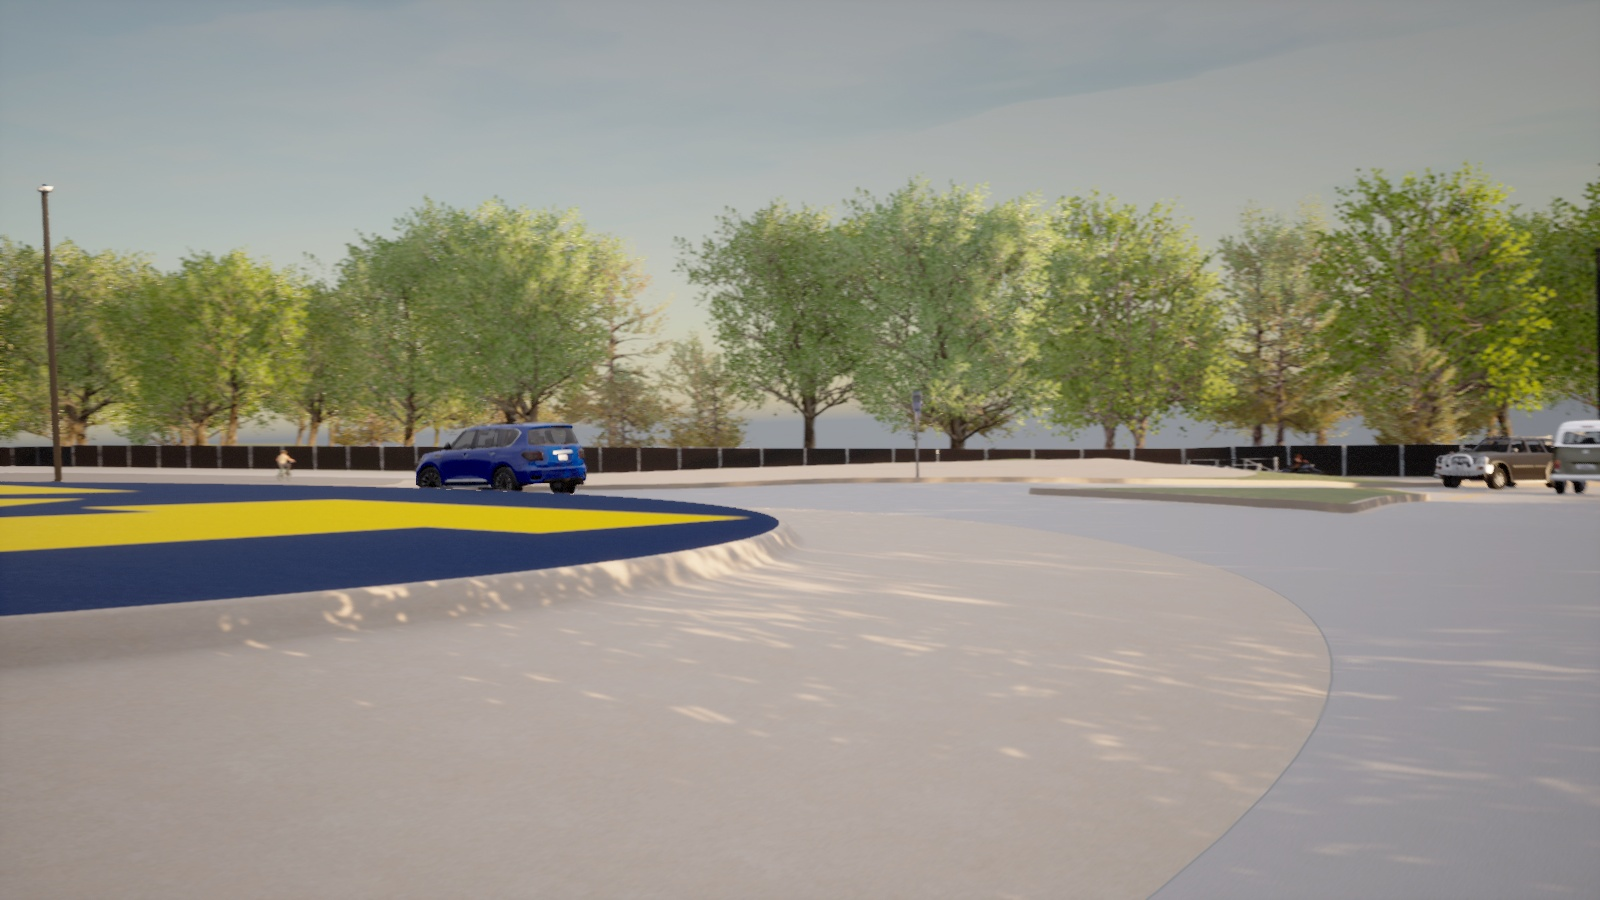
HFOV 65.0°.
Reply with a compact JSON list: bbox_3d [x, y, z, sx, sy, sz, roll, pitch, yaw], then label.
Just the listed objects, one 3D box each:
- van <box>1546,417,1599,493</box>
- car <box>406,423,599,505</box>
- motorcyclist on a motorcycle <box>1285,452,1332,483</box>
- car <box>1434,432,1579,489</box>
[{"bbox_3d":[22.905,0.195,35.634,2.069,2.038,4.480,0,-2,43],"label":"van"},{"bbox_3d":[-8.230,0.365,34.473,5.566,2.045,2.150,-1,1,39],"label":"car"},{"bbox_3d":[28.277,0.971,69.822,2.350,1.649,0.766,0,2,30],"label":"motorcyclist on a motorcycle"},{"bbox_3d":[23.812,0.346,42.320,4.605,1.855,1.932,0,0,-24],"label":"car"}]
